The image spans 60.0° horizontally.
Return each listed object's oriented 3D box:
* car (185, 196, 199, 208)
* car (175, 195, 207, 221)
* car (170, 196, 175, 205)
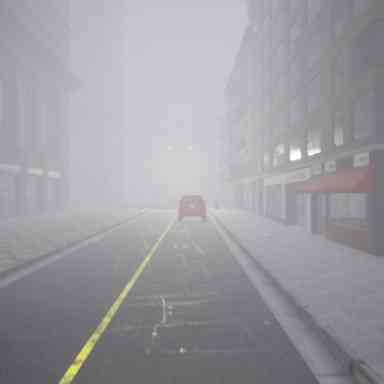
[{"bbox_3d":[-0.001,1.446,51.377,2.097,1.767,4.553,0,0,0],"label":"car"},{"bbox_3d":[0.049,1.229,27.159,2.150,2.045,5.566,0,0,1],"label":"car"},{"bbox_3d":[-3.029,1.523,63.089,2.097,1.767,4.553,0,0,1],"label":"car"}]
